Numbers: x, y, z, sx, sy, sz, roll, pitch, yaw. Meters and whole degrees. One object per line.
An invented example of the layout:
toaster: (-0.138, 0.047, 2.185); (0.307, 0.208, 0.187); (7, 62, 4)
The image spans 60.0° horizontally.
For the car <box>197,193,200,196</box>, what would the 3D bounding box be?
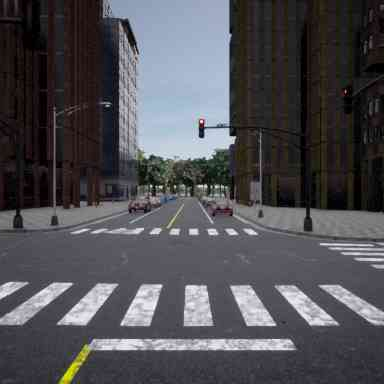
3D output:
car: (2.740, 1.342, 80.721); (2.192, 1.841, 5.009); (0, 0, 0)

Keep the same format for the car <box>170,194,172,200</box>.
car: (-5.782, 1.571, 69.844); (2.008, 1.369, 4.403); (0, 0, 0)

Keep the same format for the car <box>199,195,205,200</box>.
car: (2.738, 1.561, 91.766); (1.752, 1.417, 4.829); (0, 0, 0)

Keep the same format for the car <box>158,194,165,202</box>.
car: (-5.777, 1.537, 53.361); (1.752, 1.417, 4.829); (0, 0, 0)

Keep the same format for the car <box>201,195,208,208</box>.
car: (2.750, 1.560, 48.095); (2.008, 1.369, 4.403); (0, 0, 0)

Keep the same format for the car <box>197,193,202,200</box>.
car: (2.742, 1.548, 75.453); (1.752, 1.417, 4.829); (0, 0, 0)

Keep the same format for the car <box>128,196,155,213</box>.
car: (-5.773, 1.321, 37.218); (2.192, 1.841, 5.009); (0, 0, 0)

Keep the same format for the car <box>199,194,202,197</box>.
car: (2.745, 1.542, 64.578); (1.752, 1.417, 4.829); (0, 0, 0)

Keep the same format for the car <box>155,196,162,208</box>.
car: (-5.776, 1.591, 48.093); (1.802, 1.307, 4.206); (0, 0, 0)

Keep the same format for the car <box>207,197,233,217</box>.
car: (2.754, 1.444, 31.783); (1.967, 1.590, 4.097); (0, 0, 0)

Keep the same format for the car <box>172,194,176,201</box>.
car: (-5.786, 1.597, 86.156); (1.947, 1.339, 4.313); (0, 0, 0)

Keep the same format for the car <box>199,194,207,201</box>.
car: (2.747, 1.559, 58.971); (1.887, 1.381, 4.507); (0, 0, 0)

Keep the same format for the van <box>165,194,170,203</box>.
van: (-5.780, 1.358, 64.406); (1.690, 1.788, 3.998); (0, 0, 0)

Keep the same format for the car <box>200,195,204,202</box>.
car: (2.748, 1.556, 53.533); (1.887, 1.381, 4.507); (0, 0, 0)
